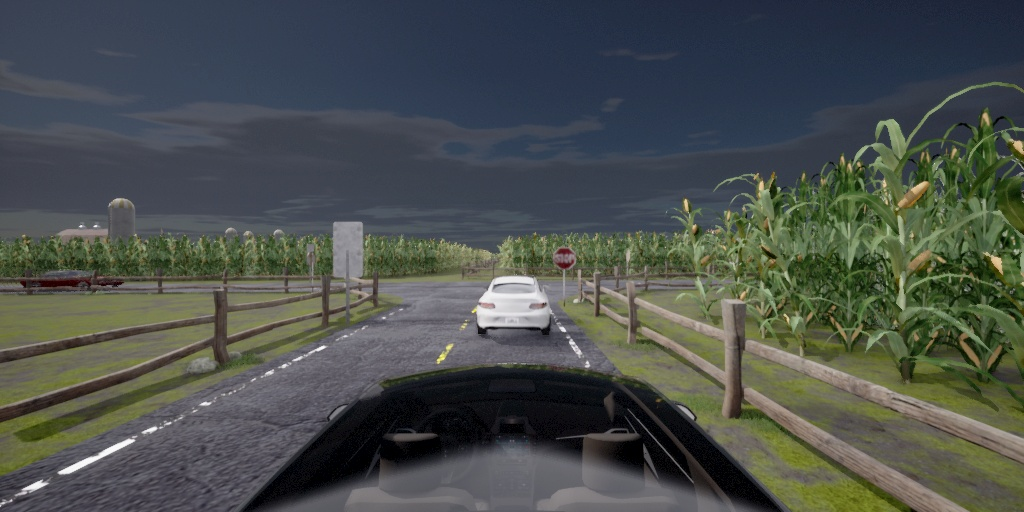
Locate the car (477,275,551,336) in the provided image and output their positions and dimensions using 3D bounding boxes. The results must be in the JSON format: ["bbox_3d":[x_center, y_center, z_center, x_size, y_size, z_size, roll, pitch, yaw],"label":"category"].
[{"bbox_3d":[0.104,1.274,10.326,1.812,1.442,4.674,0,0,3],"label":"car"}]

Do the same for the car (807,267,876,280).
[{"bbox_3d":[23.608,1.131,25.823,4.181,1.385,1.994,0,0,0],"label":"car"}]

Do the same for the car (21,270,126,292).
[{"bbox_3d":[-27.952,1.567,22.970,4.718,1.301,1.895,0,0,0],"label":"car"}]
